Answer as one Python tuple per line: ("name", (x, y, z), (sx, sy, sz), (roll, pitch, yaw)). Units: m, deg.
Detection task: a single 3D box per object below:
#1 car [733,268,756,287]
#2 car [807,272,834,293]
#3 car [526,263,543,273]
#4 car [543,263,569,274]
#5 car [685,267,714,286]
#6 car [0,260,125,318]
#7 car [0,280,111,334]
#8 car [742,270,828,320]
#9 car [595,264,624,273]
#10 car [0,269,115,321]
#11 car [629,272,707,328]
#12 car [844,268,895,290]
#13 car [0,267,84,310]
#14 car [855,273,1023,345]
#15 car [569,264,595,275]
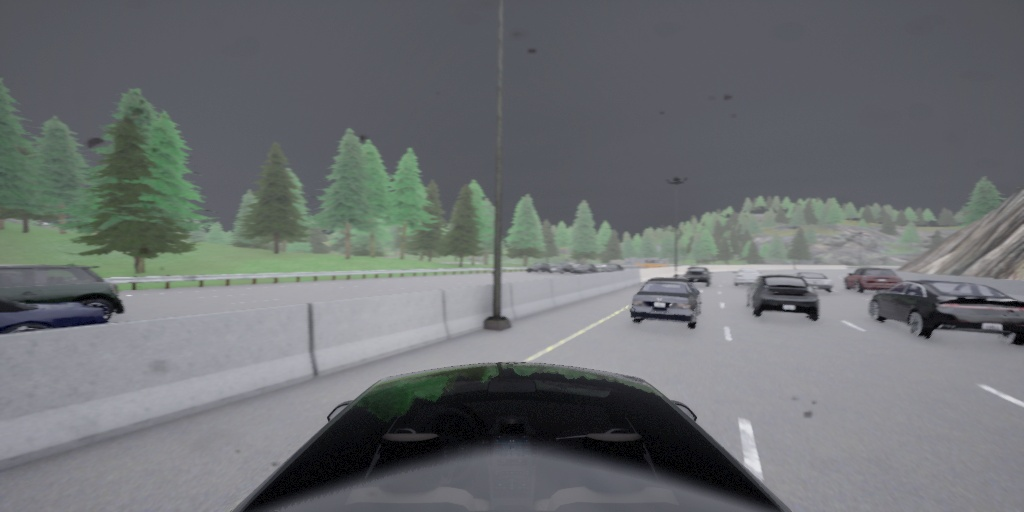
("car", (19.188, 1.723, 29.170), (1.812, 1.442, 4.674), (0, -1, 32))
("car", (20.875, 1.791, 25.252), (1.895, 1.301, 4.718), (0, -1, 31))
("car", (3.893, 1.710, 50.759), (1.837, 1.490, 4.892), (0, -1, 35))
("car", (6.769, 1.699, 48.764), (2.128, 1.511, 4.902), (0, -1, 35))
("car", (15.588, 1.662, 29.983), (1.837, 1.490, 4.892), (0, -1, 32))
("car", (-12.887, 0.990, 8.729), (2.097, 1.767, 4.553), (0, 0, 29))
("car", (-10.453, 1.249, 5.919), (1.895, 1.301, 4.718), (0, 0, 29))
("car", (10.341, 1.477, 13.958), (1.837, 1.490, 4.892), (0, 0, 29))
("car", (12.520, 1.776, 44.774), (1.837, 1.490, 4.892), (0, -1, 35))
("car", (-15.894, 1.160, 10.527), (2.033, 1.411, 5.357), (0, 0, 29))
("car", (5.368, 1.444, 12.252), (2.033, 1.411, 5.357), (0, 0, 29))
("car", (24.588, 1.584, 24.563), (2.097, 1.767, 4.553), (0, 0, 32))
("car", (-18.969, 1.133, 12.200), (2.033, 1.411, 5.357), (0, 0, 29))
("car", (12.408, 1.464, 10.491), (2.128, 1.511, 4.902), (0, 0, 29))
("car", (9.644, 1.767, 46.769), (1.837, 1.490, 4.892), (0, -1, 35))
